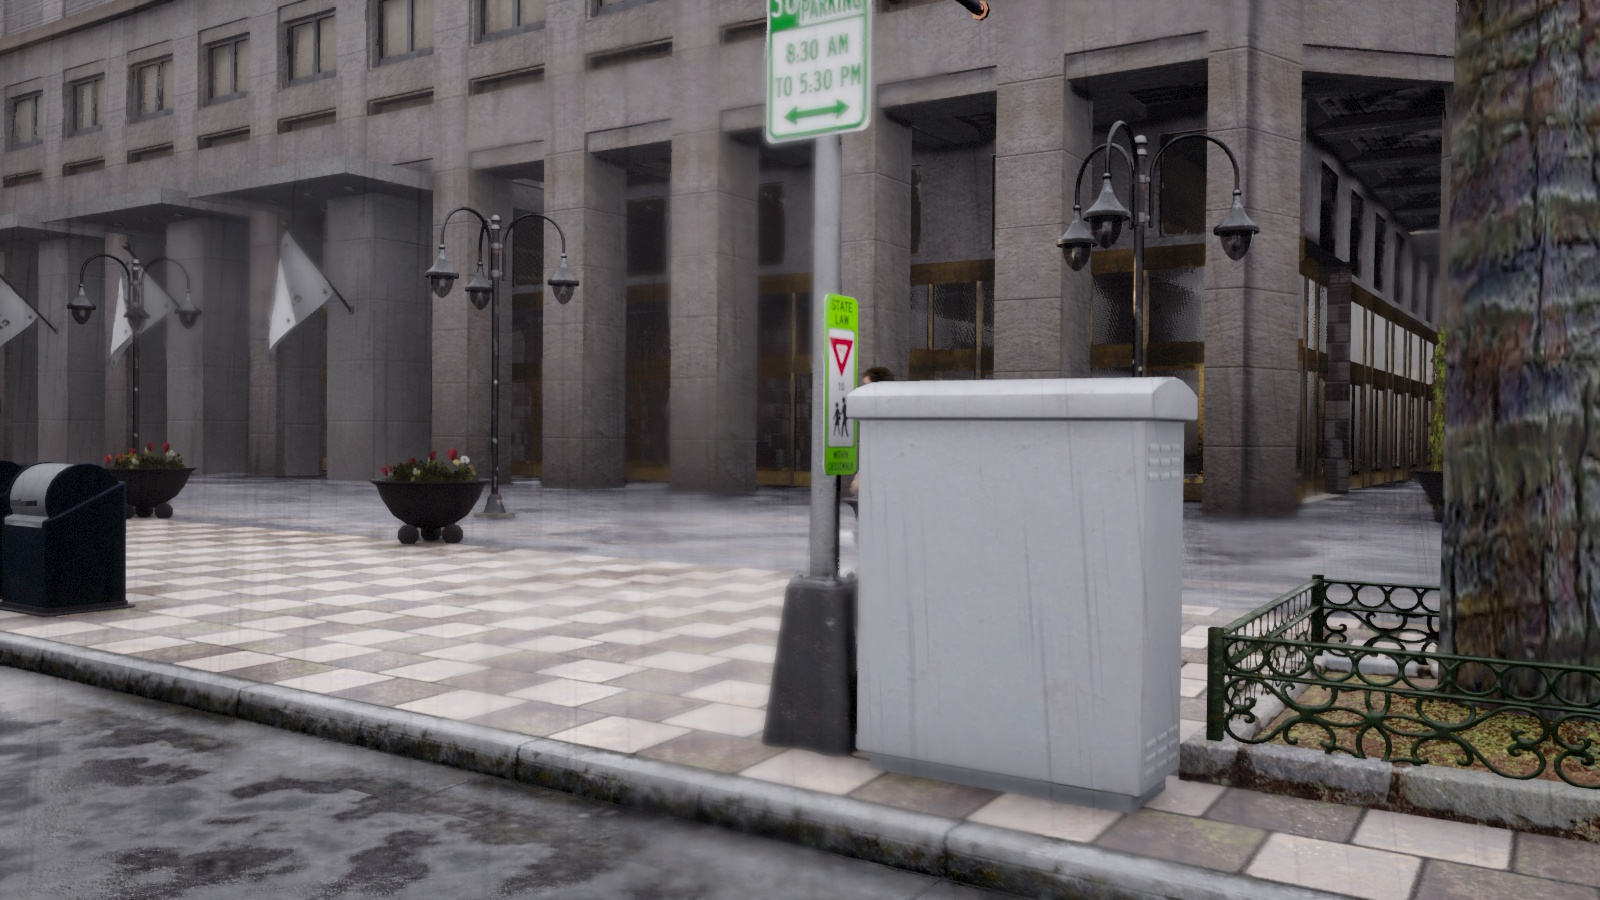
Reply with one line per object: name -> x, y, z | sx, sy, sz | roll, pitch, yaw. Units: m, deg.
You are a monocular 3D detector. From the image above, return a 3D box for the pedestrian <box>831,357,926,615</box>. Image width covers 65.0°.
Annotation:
pedestrian -> 0.576, 0.257, 9.210 | 0.594, 1.836, 0.345 | 0, 1, 27
